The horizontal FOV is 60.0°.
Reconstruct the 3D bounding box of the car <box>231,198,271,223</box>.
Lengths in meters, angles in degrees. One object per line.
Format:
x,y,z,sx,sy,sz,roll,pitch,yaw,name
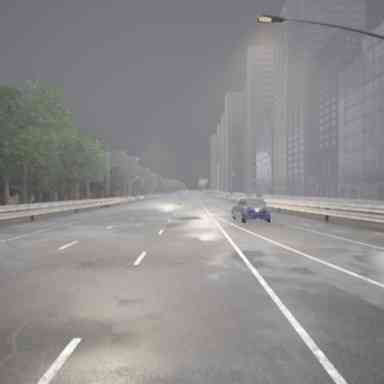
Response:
4.346,1.292,25.117,2.097,1.767,4.553,0,0,-5,car
